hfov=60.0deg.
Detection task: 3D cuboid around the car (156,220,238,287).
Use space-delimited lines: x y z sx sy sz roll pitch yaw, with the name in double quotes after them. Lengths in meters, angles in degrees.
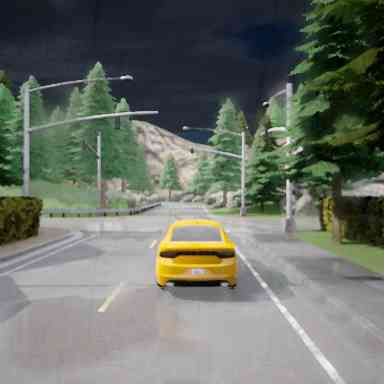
0.124 1.519 9.443 1.882 1.535 5.008 0 0 0 "car"
